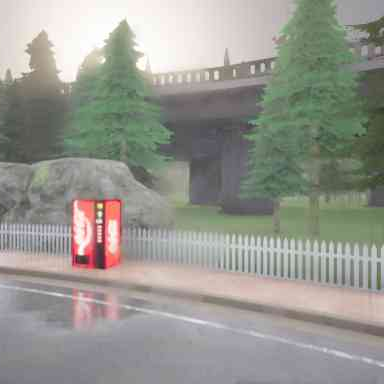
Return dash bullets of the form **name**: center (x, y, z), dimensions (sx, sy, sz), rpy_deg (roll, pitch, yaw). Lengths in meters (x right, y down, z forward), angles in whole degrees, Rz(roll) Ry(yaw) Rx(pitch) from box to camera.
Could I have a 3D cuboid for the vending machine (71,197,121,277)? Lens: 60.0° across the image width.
- **vending machine**: center (-2.709, 1.192, 9.494), dimensions (0.880, 2.100, 1.100), rpy_deg (0, 0, 23)
